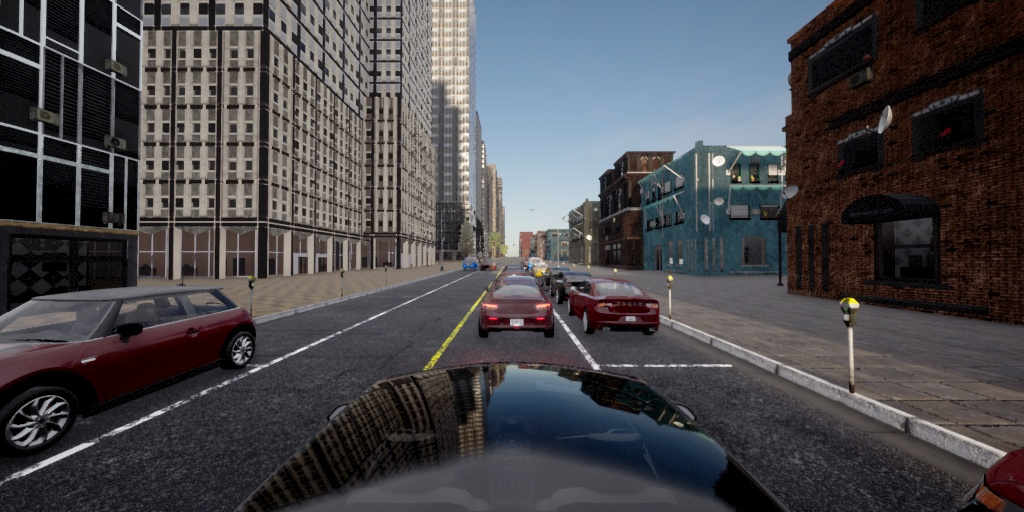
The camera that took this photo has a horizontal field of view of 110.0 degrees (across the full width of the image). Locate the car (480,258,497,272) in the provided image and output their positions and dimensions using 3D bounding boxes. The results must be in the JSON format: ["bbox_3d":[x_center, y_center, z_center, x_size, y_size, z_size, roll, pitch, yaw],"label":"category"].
[{"bbox_3d":[-3.042,1.097,46.920,2.097,1.767,4.553,0,0,0],"label":"car"}]

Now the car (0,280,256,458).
[{"bbox_3d":[-5.687,1.190,4.857,1.967,1.591,4.097,0,0,0],"label":"car"}]

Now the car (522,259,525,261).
[{"bbox_3d":[2.739,1.184,48.413,1.967,1.591,4.097,0,0,0],"label":"car"}]

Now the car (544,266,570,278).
[{"bbox_3d":[2.705,1.316,15.944,1.948,1.339,4.313,0,0,0],"label":"car"}]

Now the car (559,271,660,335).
[{"bbox_3d":[2.700,1.296,10.398,1.888,1.381,4.507,0,0,0],"label":"car"}]

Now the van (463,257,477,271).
[{"bbox_3d":[-5.641,1.085,48.418,1.690,1.789,3.998,0,0,0],"label":"van"}]

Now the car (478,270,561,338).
[{"bbox_3d":[0.106,1.277,10.111,1.812,1.442,4.674,0,0,0],"label":"car"}]

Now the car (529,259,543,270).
[{"bbox_3d":[2.723,1.274,32.149,1.751,1.417,4.829,0,0,0],"label":"car"}]

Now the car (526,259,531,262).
[{"bbox_3d":[2.728,1.298,37.457,2.007,1.370,4.403,0,0,0],"label":"car"}]

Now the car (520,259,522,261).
[{"bbox_3d":[2.745,1.057,53.891,2.192,1.841,5.009,0,0,0],"label":"car"}]

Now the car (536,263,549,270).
[{"bbox_3d":[2.711,1.316,21.488,1.948,1.339,4.313,0,0,0],"label":"car"}]

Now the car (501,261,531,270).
[{"bbox_3d":[0.129,1.313,26.867,1.994,1.385,4.181,0,0,0],"label":"car"}]

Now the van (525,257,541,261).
[{"bbox_3d":[2.734,1.087,42.935,1.690,1.789,3.998,0,0,0],"label":"van"}]
